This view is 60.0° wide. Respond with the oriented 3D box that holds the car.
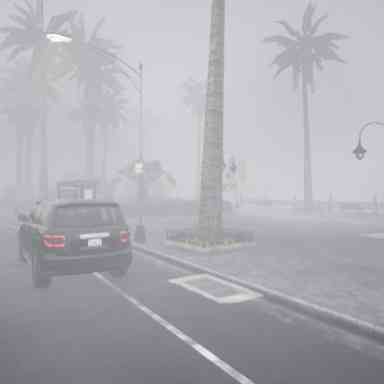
[{"bbox_3d":[-3.565,1.196,9.555,2.150,2.045,5.566,0,0,-32],"label":"car"}]
